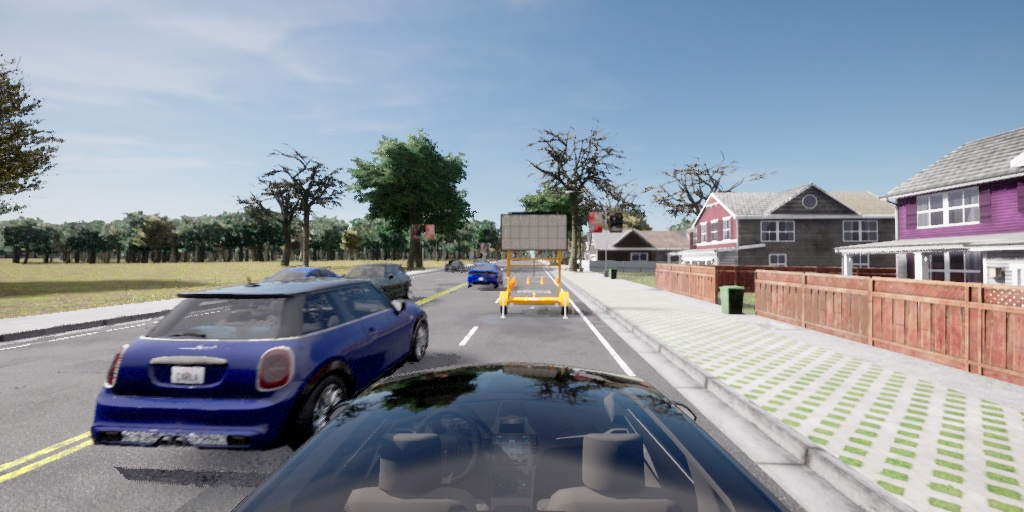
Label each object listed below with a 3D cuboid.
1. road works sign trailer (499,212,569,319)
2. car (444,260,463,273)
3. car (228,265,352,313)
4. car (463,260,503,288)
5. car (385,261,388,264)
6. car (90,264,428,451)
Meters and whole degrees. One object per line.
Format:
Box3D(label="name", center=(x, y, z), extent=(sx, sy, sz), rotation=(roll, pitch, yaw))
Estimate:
Box3D(label="road works sign trailer", center=(0.794, 0.219, 12.938), extent=(2.380, 3.560, 2.880), rotation=(0, 0, 3))
Box3D(label="car", center=(-7.145, 1.305, 44.650), extent=(1.837, 1.490, 4.892), rotation=(0, 0, 4))
Box3D(label="car", center=(-8.943, 1.233, 15.106), extent=(1.882, 1.535, 5.008), rotation=(0, 0, 3))
Box3D(label="car", center=(-1.691, 1.241, 23.974), extent=(1.882, 1.535, 5.008), rotation=(0, 0, 3))
Box3D(label="car", center=(-5.715, 1.108, 14.661), extent=(2.097, 1.767, 4.553), rotation=(0, 0, 3))
Box3D(label="car", center=(-2.821, 1.103, 5.384), extent=(2.097, 1.767, 4.553), rotation=(0, 0, 4))
